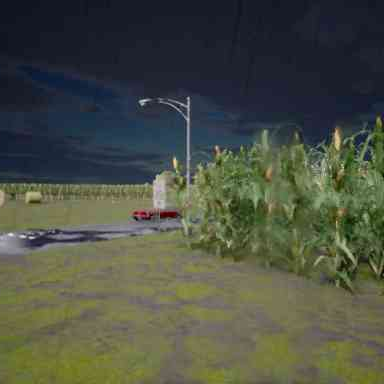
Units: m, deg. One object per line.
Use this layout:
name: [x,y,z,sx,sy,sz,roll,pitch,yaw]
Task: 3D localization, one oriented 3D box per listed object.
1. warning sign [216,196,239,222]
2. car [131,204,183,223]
warning sign: [2.609,1.209,24.476,1.300,1.860,1.060,1,1,34]
car: [-2.608,1.636,26.256,1.895,1.301,4.718,1,0,34]
